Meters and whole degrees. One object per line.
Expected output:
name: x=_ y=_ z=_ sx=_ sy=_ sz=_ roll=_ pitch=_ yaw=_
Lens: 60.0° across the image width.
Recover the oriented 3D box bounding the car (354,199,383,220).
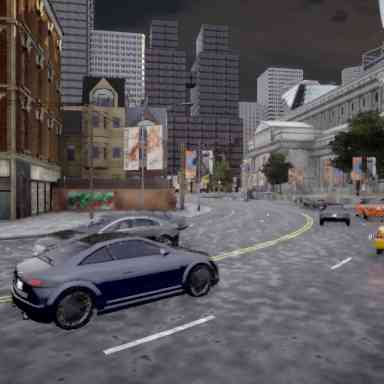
car: x=15.197 y=1.338 z=28.078 sx=2.097 sy=1.767 sz=4.553 roll=0 pitch=0 yaw=16

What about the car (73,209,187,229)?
car: x=-2.549 y=1.481 z=10.887 sx=4.902 sy=1.511 sz=2.128 roll=0 pitch=0 yaw=-45

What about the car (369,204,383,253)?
car: x=8.309 y=1.452 z=12.886 sx=1.801 sy=1.575 sz=5.366 roll=0 pitch=0 yaw=35

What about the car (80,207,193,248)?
car: x=-2.403 y=1.533 z=15.950 sx=2.033 sy=1.411 sz=5.357 roll=0 pitch=0 yaw=39

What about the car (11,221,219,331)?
car: x=-1.412 y=1.557 z=6.985 sx=4.181 sy=1.385 sz=1.994 roll=0 pitch=0 yaw=-40

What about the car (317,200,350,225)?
car: x=10.406 y=1.551 z=24.440 sx=1.994 sy=1.385 sz=4.181 roll=0 pitch=0 yaw=21

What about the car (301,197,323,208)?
car: x=16.855 y=1.464 z=46.261 sx=2.128 sy=1.511 sz=4.902 roll=0 pitch=0 yaw=-4
